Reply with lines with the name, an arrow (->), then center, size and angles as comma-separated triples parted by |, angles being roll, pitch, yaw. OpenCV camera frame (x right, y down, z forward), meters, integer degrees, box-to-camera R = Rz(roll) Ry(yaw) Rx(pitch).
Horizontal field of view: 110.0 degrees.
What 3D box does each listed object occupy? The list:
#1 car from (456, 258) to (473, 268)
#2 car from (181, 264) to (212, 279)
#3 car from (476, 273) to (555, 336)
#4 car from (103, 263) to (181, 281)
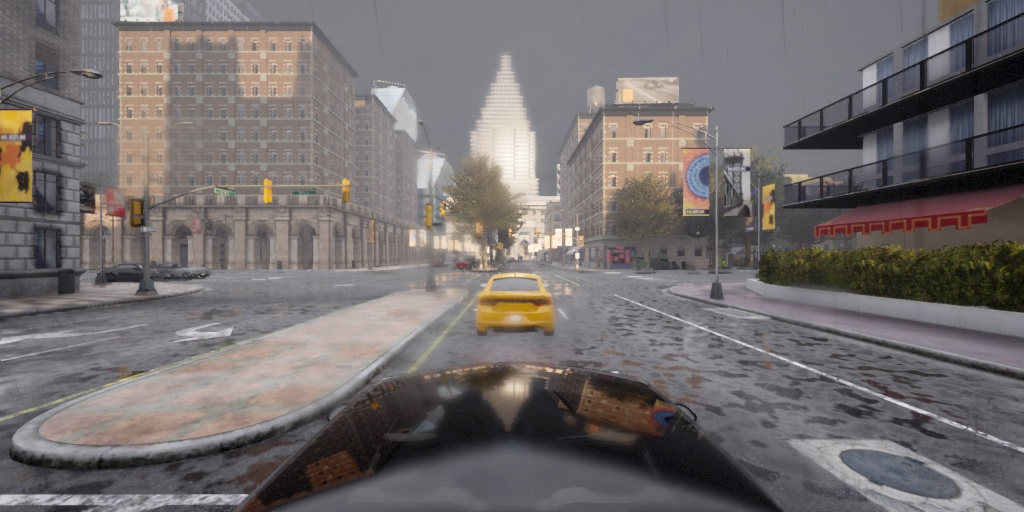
car -> -8.001, 1.351, 59.154 | 1.895, 1.301, 4.718 | 0, 0, 0
car -> -30.156, 1.351, 32.426 | 4.718, 1.301, 1.895 | 0, 0, 0
car -> 0.092, 1.228, 10.414 | 1.882, 1.535, 5.008 | 0, 0, 0
car -> -30.057, 1.276, 28.929 | 4.674, 1.442, 1.812 | 0, 0, 0
